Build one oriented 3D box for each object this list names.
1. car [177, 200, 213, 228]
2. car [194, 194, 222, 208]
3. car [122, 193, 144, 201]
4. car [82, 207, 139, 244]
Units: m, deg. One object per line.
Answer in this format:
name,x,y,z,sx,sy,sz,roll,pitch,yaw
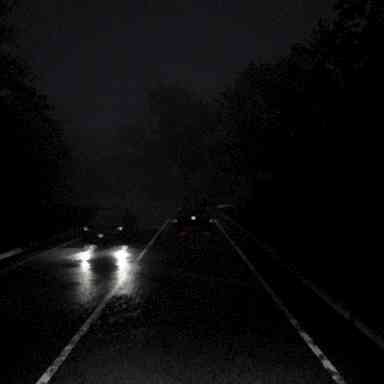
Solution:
car,0.081,1.466,21.222,1.994,1.385,4.181,0,0,0
car,1.551,1.303,40.468,2.128,1.511,4.902,0,0,25
car,-12.377,1.030,69.799,4.553,1.767,2.097,0,0,-43
car,-3.611,1.453,15.474,1.812,1.442,4.674,0,0,0
